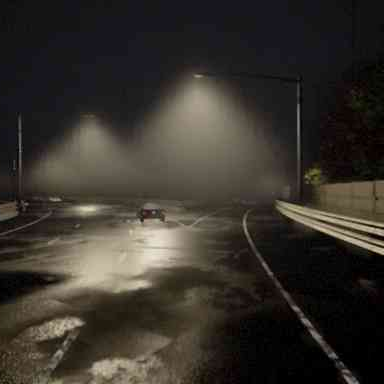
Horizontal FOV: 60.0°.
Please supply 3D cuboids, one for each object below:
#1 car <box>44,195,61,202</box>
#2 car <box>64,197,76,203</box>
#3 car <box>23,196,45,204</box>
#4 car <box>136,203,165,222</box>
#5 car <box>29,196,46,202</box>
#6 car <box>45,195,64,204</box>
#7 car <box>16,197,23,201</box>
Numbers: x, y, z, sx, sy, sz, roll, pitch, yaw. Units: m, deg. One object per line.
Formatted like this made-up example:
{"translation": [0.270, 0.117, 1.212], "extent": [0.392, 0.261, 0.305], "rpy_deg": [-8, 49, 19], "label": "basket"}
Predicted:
{"translation": [-33.606, 1.551, 80.100], "extent": [4.892, 1.490, 1.837], "rpy_deg": [0, 0, 43], "label": "car"}
{"translation": [-26.993, 1.720, 72.890], "extent": [1.994, 1.385, 4.181], "rpy_deg": [0, 0, -42], "label": "car"}
{"translation": [-32.594, 1.766, 68.679], "extent": [1.994, 1.385, 4.181], "rpy_deg": [0, 0, -42], "label": "car"}
{"translation": [-3.377, 1.569, 26.567], "extent": [2.033, 1.411, 5.357], "rpy_deg": [0, 0, -14], "label": "car"}
{"translation": [-36.114, 1.663, 77.657], "extent": [4.718, 1.301, 1.895], "rpy_deg": [0, 0, 43], "label": "car"}
{"translation": [-29.385, 1.785, 70.318], "extent": [1.895, 1.301, 4.718], "rpy_deg": [0, 0, -42], "label": "car"}
{"translation": [-38.401, 1.776, 74.993], "extent": [4.674, 1.442, 1.812], "rpy_deg": [0, 0, 43], "label": "car"}
